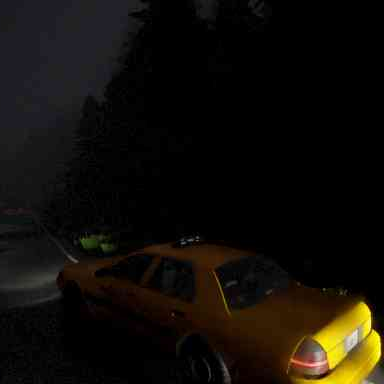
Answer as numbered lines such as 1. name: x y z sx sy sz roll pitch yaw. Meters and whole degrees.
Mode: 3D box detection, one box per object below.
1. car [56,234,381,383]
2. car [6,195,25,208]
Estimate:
1. car: -0.255 1.418 5.069 5.366 1.575 1.801 1 1 44
2. car: -21.209 1.058 40.006 2.128 1.511 4.902 -2 2 -27
